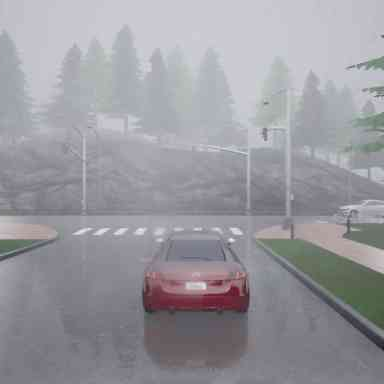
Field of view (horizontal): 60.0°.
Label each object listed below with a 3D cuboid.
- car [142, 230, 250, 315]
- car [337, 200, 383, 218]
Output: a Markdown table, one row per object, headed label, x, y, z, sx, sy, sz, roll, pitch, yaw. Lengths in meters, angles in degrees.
| label | x | y | z | sx | sy | sz | roll | pitch | yaw |
| --- | --- | --- | --- | --- | --- | --- | --- | --- | --- |
| car | 0.084 | 1.564 | 7.648 | 1.994 | 1.385 | 4.181 | 0 | 0 | 0 |
| car | 14.374 | 1.363 | 27.170 | 4.674 | 1.442 | 1.812 | 0 | 0 | 0 |
